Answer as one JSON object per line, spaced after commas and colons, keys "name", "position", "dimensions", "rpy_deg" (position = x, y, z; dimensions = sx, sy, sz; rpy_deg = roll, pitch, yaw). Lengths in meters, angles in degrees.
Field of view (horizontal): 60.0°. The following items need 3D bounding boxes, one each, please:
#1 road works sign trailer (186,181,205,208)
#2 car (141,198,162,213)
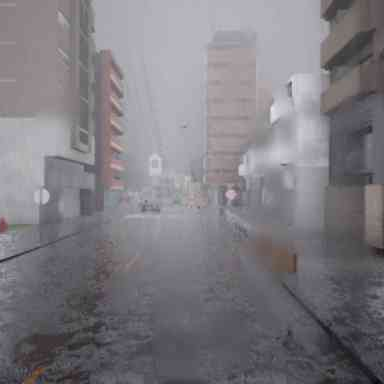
{"name": "road works sign trailer", "position": [0.160, 0.296, 45.180], "dimensions": [2.380, 3.560, 2.880], "rpy_deg": [0, 0, -37]}
{"name": "car", "position": [-4.136, 1.375, 34.523], "dimensions": [1.837, 1.490, 4.892], "rpy_deg": [0, 0, 0]}
